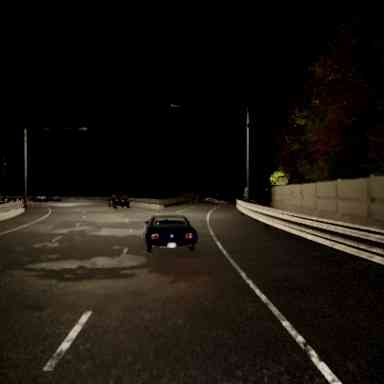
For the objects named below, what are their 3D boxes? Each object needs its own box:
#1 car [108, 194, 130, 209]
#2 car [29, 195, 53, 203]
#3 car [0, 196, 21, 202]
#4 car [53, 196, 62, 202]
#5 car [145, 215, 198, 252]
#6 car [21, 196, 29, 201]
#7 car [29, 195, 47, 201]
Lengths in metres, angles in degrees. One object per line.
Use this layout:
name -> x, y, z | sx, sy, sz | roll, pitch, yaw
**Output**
car -> -10.205, 1.278, 46.194 | 2.150, 2.045, 5.566 | 0, 0, -24
car -> -34.486, 1.705, 75.888 | 4.902, 1.511, 2.128 | 0, 0, 44
car -> -44.182, 1.761, 80.255 | 4.902, 1.511, 2.128 | 0, 0, 38
car -> -32.650, 1.718, 78.996 | 4.181, 1.385, 1.994 | 0, 0, 44
car -> -1.019, 1.607, 14.069 | 1.895, 1.301, 4.718 | 0, 0, -8
car -> -42.073, 1.609, 83.060 | 4.181, 1.385, 1.994 | 0, 0, 38
car -> -39.775, 1.569, 85.700 | 4.902, 1.511, 2.128 | 0, 0, 38
